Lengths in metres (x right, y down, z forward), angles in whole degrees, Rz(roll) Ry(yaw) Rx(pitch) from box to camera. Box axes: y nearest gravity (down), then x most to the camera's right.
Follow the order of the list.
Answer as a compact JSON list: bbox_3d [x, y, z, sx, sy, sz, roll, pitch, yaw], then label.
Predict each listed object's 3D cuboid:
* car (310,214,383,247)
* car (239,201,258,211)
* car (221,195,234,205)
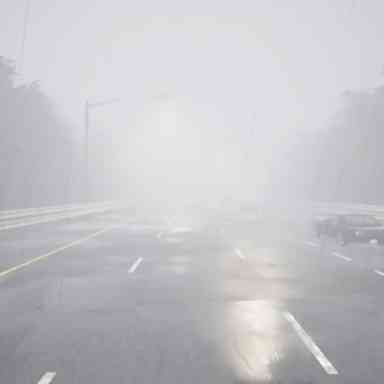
[{"bbox_3d":[7.014,1.635,15.053,1.895,1.301,4.718,0,0,0],"label":"car"},{"bbox_3d":[7.105,1.763,42.370,1.895,1.301,4.718,0,0,0],"label":"car"},{"bbox_3d":[7.270,1.541,68.671,2.150,2.045,5.566,0,0,0],"label":"car"}]
